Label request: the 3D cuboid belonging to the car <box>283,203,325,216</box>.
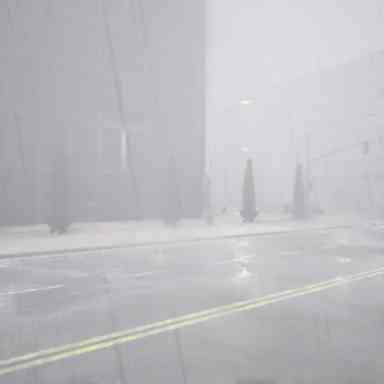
[{"bbox_3d":[12.652,1.917,37.817,2.128,1.511,4.902,1,0,-35],"label":"car"}]
